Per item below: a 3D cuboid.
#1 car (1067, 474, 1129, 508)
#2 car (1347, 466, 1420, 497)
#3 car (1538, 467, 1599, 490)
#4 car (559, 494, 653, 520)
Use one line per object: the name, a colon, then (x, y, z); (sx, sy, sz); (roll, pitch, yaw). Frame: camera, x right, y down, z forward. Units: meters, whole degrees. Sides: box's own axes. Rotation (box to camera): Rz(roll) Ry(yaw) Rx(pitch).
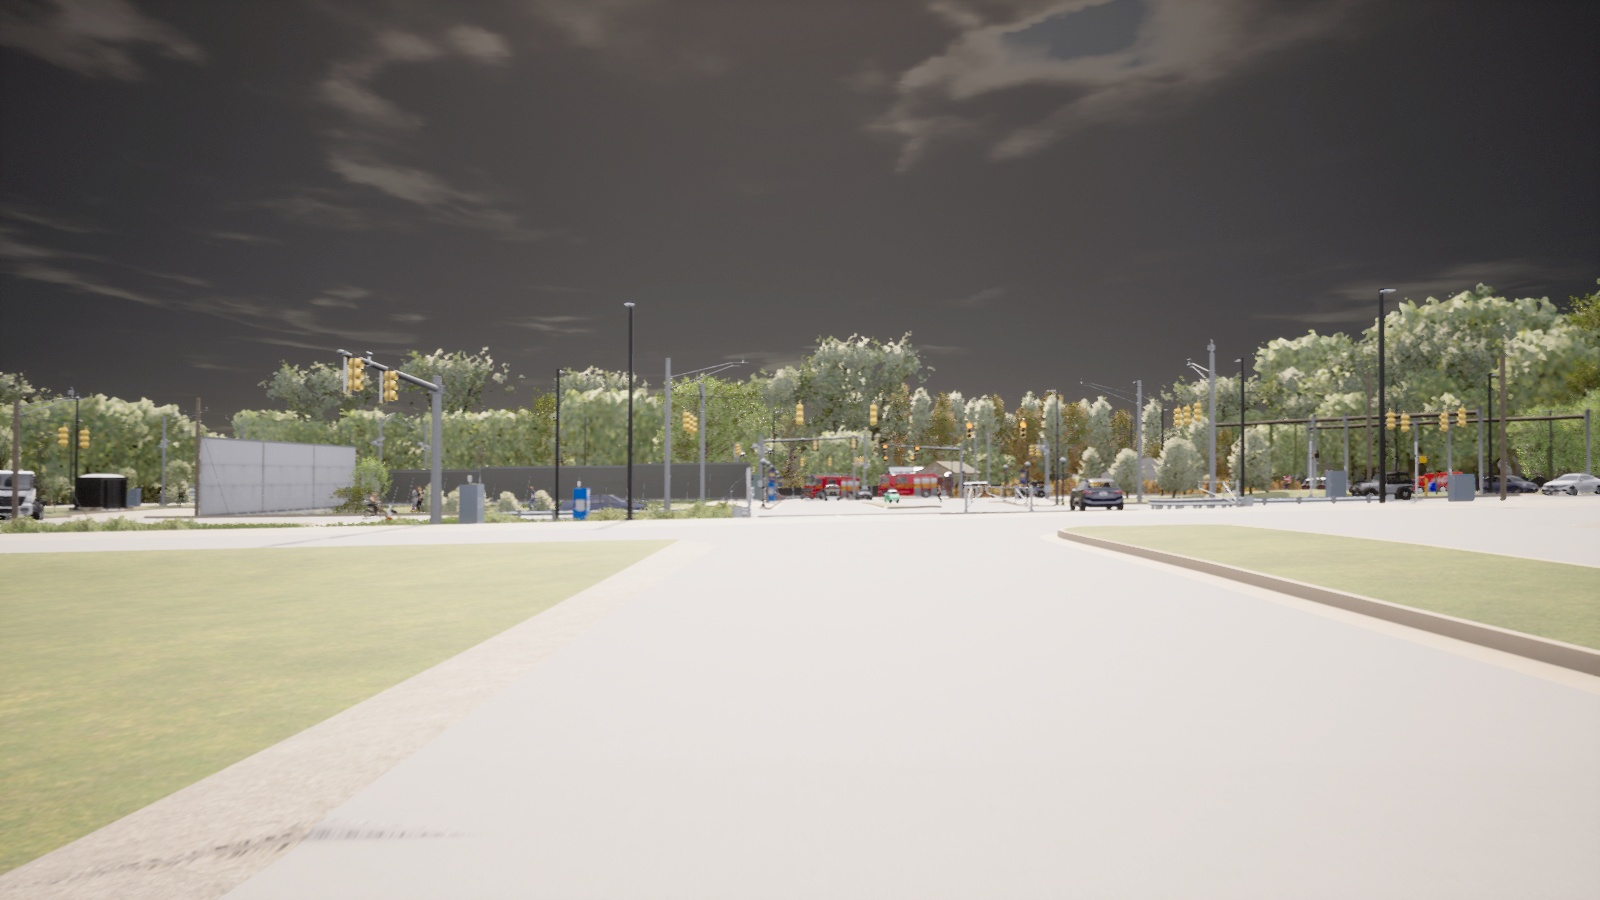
car: (15.373, 2.103, 65.007); (2.242, 1.667, 4.611); (-2, -2, 3)
car: (38.397, 2.076, 82.698); (3.866, 1.878, 1.905); (-2, -1, 0)
car: (51.388, 1.886, 83.350); (4.674, 1.442, 1.812); (-1, -1, -26)
car: (-11.662, 3.449, 75.748); (5.357, 1.411, 2.033); (-1, -1, 1)
